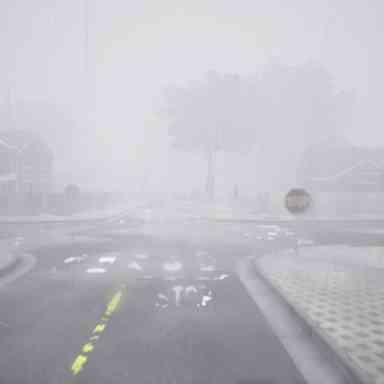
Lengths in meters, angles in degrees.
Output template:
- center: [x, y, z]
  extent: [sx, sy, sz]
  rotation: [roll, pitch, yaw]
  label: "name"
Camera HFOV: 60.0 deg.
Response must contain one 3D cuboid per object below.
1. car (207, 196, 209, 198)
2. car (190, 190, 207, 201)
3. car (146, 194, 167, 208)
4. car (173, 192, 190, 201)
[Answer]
- center: [2.546, 0.323, 69.932]
  extent: [2.097, 1.767, 4.553]
  rotation: [1, 1, 12]
  label: "car"
- center: [0.857, 0.603, 60.165]
  extent: [2.097, 1.767, 4.553]
  rotation: [0, 1, 9]
  label: "car"
- center: [-3.949, 1.013, 37.544]
  extent: [1.837, 1.490, 4.892]
  rotation: [0, 1, 2]
  label: "car"
- center: [-2.124, 0.730, 58.782]
  extent: [1.882, 1.535, 5.008]
  rotation: [0, 0, 8]
  label: "car"
